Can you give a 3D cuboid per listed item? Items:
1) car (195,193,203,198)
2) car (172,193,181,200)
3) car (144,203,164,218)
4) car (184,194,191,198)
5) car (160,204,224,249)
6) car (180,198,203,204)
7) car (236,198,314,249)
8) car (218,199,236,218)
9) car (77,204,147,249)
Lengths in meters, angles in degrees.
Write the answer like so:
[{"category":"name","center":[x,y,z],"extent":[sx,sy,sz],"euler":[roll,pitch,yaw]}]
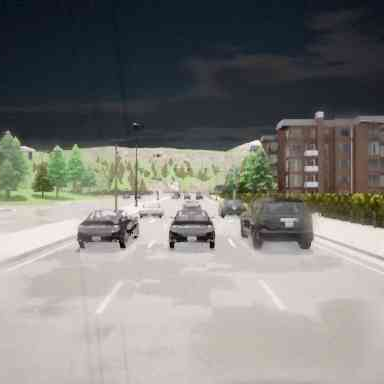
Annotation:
[{"category":"car","center":[2.221,1.417,95.153],"extent":[1.882,1.535,5.008],"euler":[0,0,0]},{"category":"car","center":[-4.779,1.478,95.157],"extent":[2.033,1.411,5.357],"euler":[0,0,0]},{"category":"car","center":[-3.510,1.615,29.655],"extent":[1.895,1.301,4.718],"euler":[0,0,0]},{"category":"car","center":[-1.279,1.293,95.092],"extent":[2.097,1.767,4.553],"euler":[0,0,0]},{"category":"car","center":[0.000,1.493,14.589],"extent":[2.128,1.511,4.902],"euler":[0,0,0]},{"category":"car","center":[-0.010,1.531,29.647],"extent":[1.812,1.442,4.674],"euler":[0,0,0]},{"category":"car","center":[3.500,1.256,14.619],"extent":[2.150,2.045,5.566],"euler":[0,0,0]},{"category":"car","center":[3.490,1.364,29.639],"extent":[2.097,1.767,4.553],"euler":[0,0,0]},{"category":"car","center":[-3.500,1.493,14.589],"extent":[2.128,1.511,4.902],"euler":[0,0,0]}]
